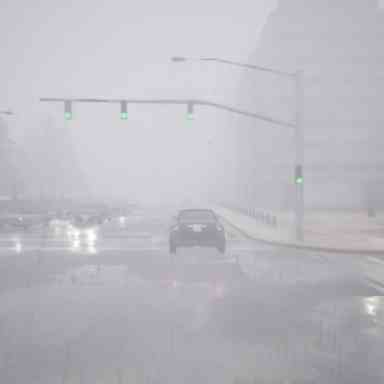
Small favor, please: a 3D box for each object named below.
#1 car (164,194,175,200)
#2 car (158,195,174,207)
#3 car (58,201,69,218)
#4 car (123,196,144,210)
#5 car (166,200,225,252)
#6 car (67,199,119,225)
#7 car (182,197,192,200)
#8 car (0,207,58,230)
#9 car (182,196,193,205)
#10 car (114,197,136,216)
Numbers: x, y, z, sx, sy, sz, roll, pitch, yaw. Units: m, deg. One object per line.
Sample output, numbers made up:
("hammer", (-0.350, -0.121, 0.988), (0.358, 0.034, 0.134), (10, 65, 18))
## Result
("car", (-4.355, 1.356, 61.685), (2.150, 2.045, 5.566), (0, 0, -1))
("car", (-4.158, 1.638, 51.948), (1.812, 1.442, 4.674), (0, 0, -1))
("car", (-10.819, 1.544, 30.606), (2.128, 1.511, 4.902), (0, 0, -1))
("car", (-7.543, 1.567, 44.439), (1.882, 1.535, 5.008), (0, 0, -1))
("car", (0.169, 1.385, 14.197), (2.097, 1.767, 4.553), (0, 0, -1))
("car", (-7.206, 1.537, 24.768), (2.128, 1.511, 4.902), (0, 0, -1))
("car", (-0.679, 1.685, 53.016), (1.994, 1.385, 4.181), (0, 0, -1))
("car", (-10.636, 1.632, 21.295), (1.895, 1.301, 4.718), (0, 0, -1))
("car", (-0.856, 1.618, 61.725), (1.882, 1.535, 5.008), (0, 0, -1))
("car", (-7.385, 1.544, 34.132), (1.882, 1.535, 5.008), (0, 0, -1))
